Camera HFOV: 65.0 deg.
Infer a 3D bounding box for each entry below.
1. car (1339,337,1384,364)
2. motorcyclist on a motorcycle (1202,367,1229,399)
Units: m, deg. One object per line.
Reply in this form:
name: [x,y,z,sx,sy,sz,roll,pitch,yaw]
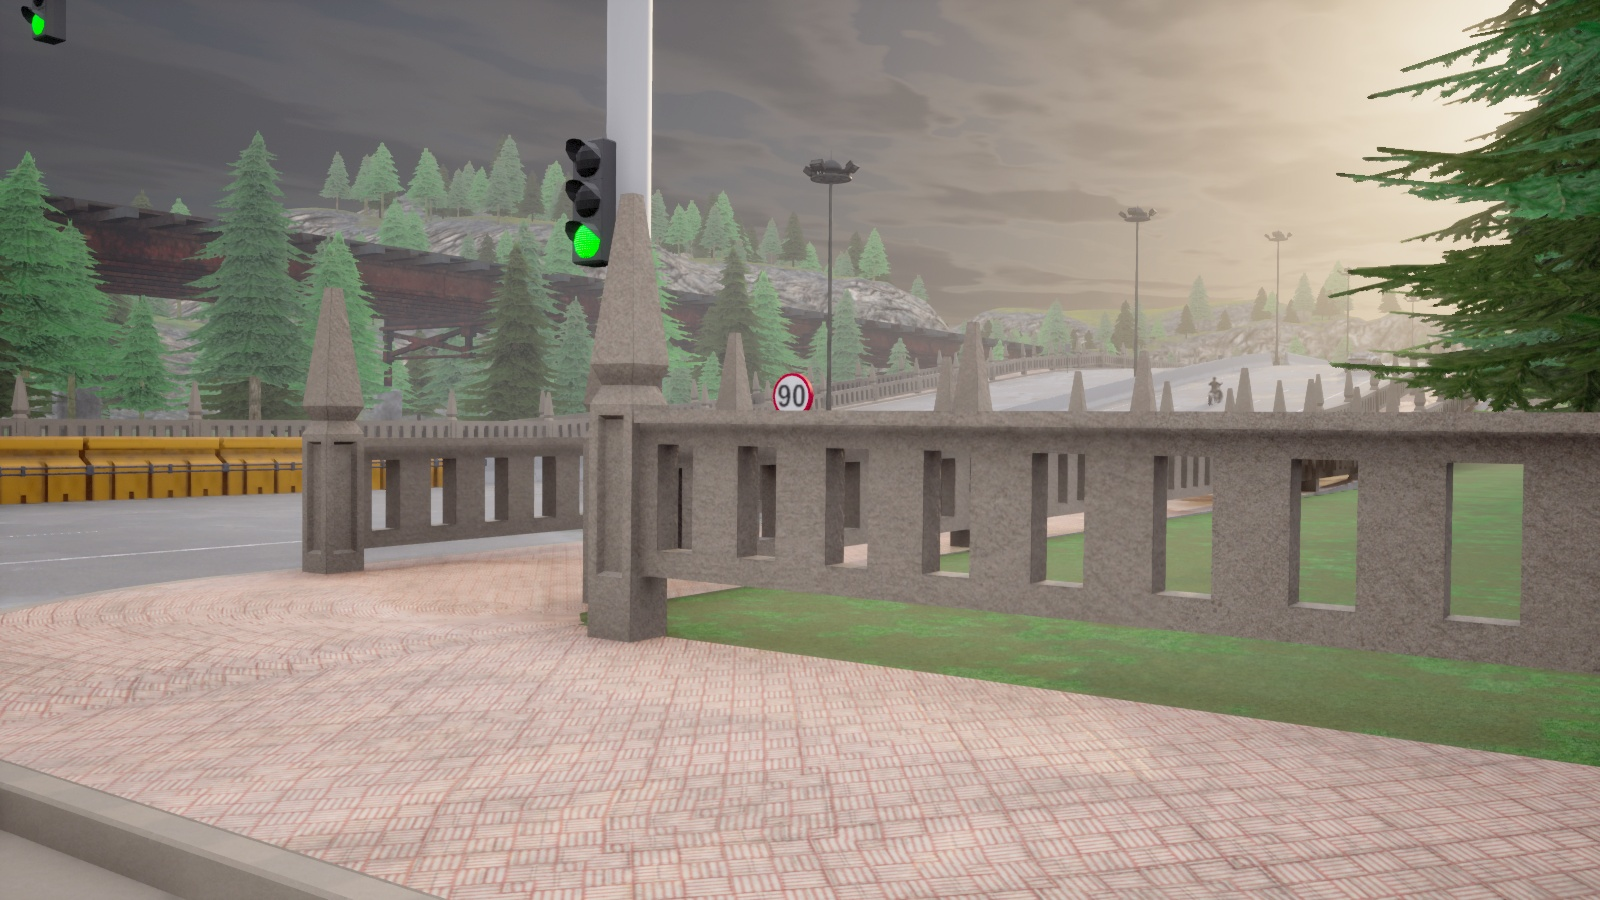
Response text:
car: [40.281,-7.118,89.986,2.128,1.511,4.902,0,8,34]
motorcyclist on a motorcycle: [23.499,-3.797,71.006,0.766,1.649,2.350,0,7,34]
